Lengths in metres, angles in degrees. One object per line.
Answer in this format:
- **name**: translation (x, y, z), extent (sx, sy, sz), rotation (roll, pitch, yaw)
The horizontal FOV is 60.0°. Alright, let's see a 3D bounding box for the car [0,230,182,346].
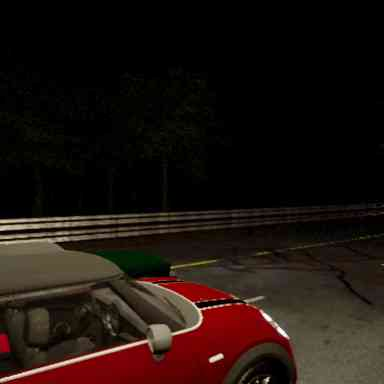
- **car**: translation (-2.676, 1.600, 6.134), extent (4.718, 1.301, 1.895), rotation (0, 0, -35)

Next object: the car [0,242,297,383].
- **car**: translation (-1.152, 1.352, 2.921), extent (4.553, 1.767, 2.097), rotation (0, 0, -36)
